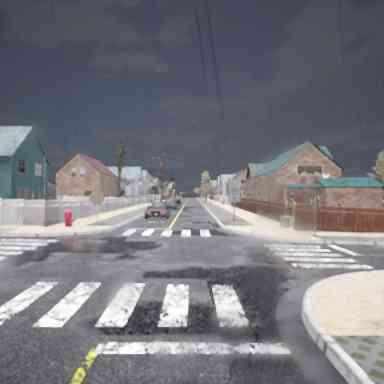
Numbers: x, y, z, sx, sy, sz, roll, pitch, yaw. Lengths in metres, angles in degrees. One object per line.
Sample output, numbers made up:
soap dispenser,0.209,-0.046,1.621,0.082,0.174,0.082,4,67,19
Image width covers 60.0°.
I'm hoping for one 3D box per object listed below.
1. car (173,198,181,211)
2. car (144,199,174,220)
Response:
car,-2.842,1.591,41.895,1.994,1.385,4.181,0,0,0
car,-2.843,1.568,28.139,1.994,1.385,4.181,0,0,0
